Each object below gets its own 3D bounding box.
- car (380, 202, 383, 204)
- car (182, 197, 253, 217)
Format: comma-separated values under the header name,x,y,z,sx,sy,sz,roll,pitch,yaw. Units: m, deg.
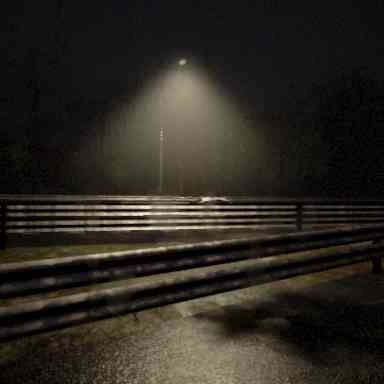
name,x,y,z,sx,sy,sz,roll,pitch,yaw
car,19.610,1.300,30.558,4.892,1.490,1.837,1,0,-17
car,1.662,1.082,21.433,4.674,1.442,1.812,1,0,-17
